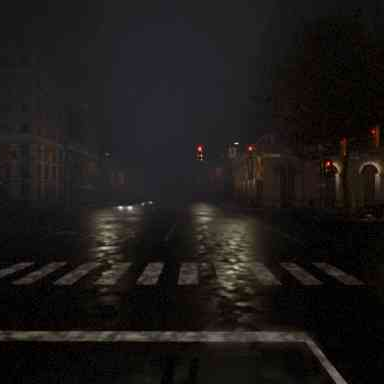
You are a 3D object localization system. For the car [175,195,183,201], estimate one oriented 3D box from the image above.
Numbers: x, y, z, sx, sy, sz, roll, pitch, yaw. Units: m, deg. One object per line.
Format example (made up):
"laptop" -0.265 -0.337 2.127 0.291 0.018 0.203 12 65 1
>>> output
"car" -3.088 1.426 78.591 2.128 1.511 4.902 0 0 1

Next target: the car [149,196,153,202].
"car" -10.112 1.572 76.861 1.895 1.301 4.718 0 0 1

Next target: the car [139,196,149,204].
"car" -10.288 1.458 65.870 1.882 1.535 5.008 0 0 1

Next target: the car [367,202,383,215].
"car" 19.572 1.554 32.701 4.181 1.385 1.994 0 0 0

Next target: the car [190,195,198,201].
"car" 0.412 1.426 78.545 2.128 1.511 4.902 0 0 1

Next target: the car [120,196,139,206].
"car" -10.430 1.585 54.624 1.895 1.301 4.718 0 0 0
